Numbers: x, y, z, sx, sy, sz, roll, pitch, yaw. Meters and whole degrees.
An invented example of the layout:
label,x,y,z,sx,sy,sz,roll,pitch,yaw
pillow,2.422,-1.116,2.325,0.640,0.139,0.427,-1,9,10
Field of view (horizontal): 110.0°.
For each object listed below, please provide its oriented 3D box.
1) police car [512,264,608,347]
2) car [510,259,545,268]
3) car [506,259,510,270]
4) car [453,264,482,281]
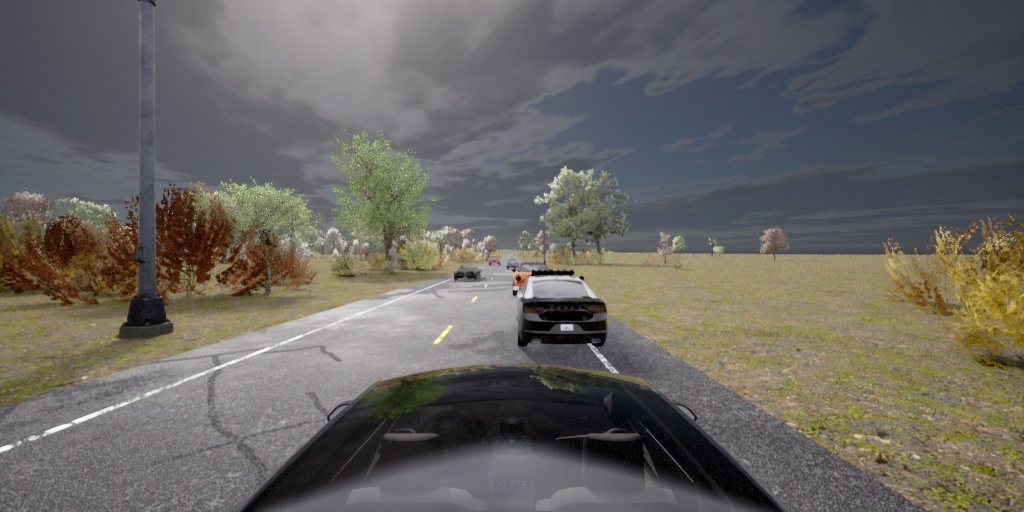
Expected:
label,x,y,z,sx,sy,sz,roll,pitch,yaw
police car,1.059,1.173,9.488,1.930,1.638,5.238,0,0,0
car,1.069,1.093,19.349,2.097,1.767,4.553,0,0,0
car,0.127,1.240,52.939,2.033,1.411,5.357,0,0,0
car,-3.571,1.332,29.364,1.895,1.301,4.718,0,0,0
